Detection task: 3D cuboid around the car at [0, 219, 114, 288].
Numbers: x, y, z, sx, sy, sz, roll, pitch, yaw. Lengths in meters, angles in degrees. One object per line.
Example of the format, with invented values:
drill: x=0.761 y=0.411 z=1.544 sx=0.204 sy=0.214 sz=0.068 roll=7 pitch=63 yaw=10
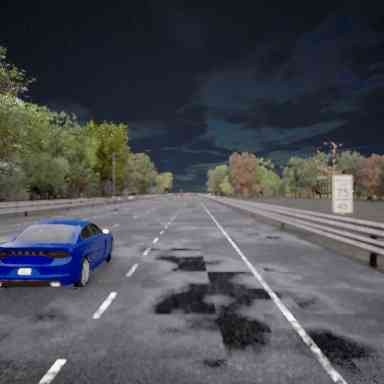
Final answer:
car: x=-3.507 y=1.492 z=9.287 sx=1.882 sy=1.535 sz=5.008 roll=1 pitch=0 yaw=-2
